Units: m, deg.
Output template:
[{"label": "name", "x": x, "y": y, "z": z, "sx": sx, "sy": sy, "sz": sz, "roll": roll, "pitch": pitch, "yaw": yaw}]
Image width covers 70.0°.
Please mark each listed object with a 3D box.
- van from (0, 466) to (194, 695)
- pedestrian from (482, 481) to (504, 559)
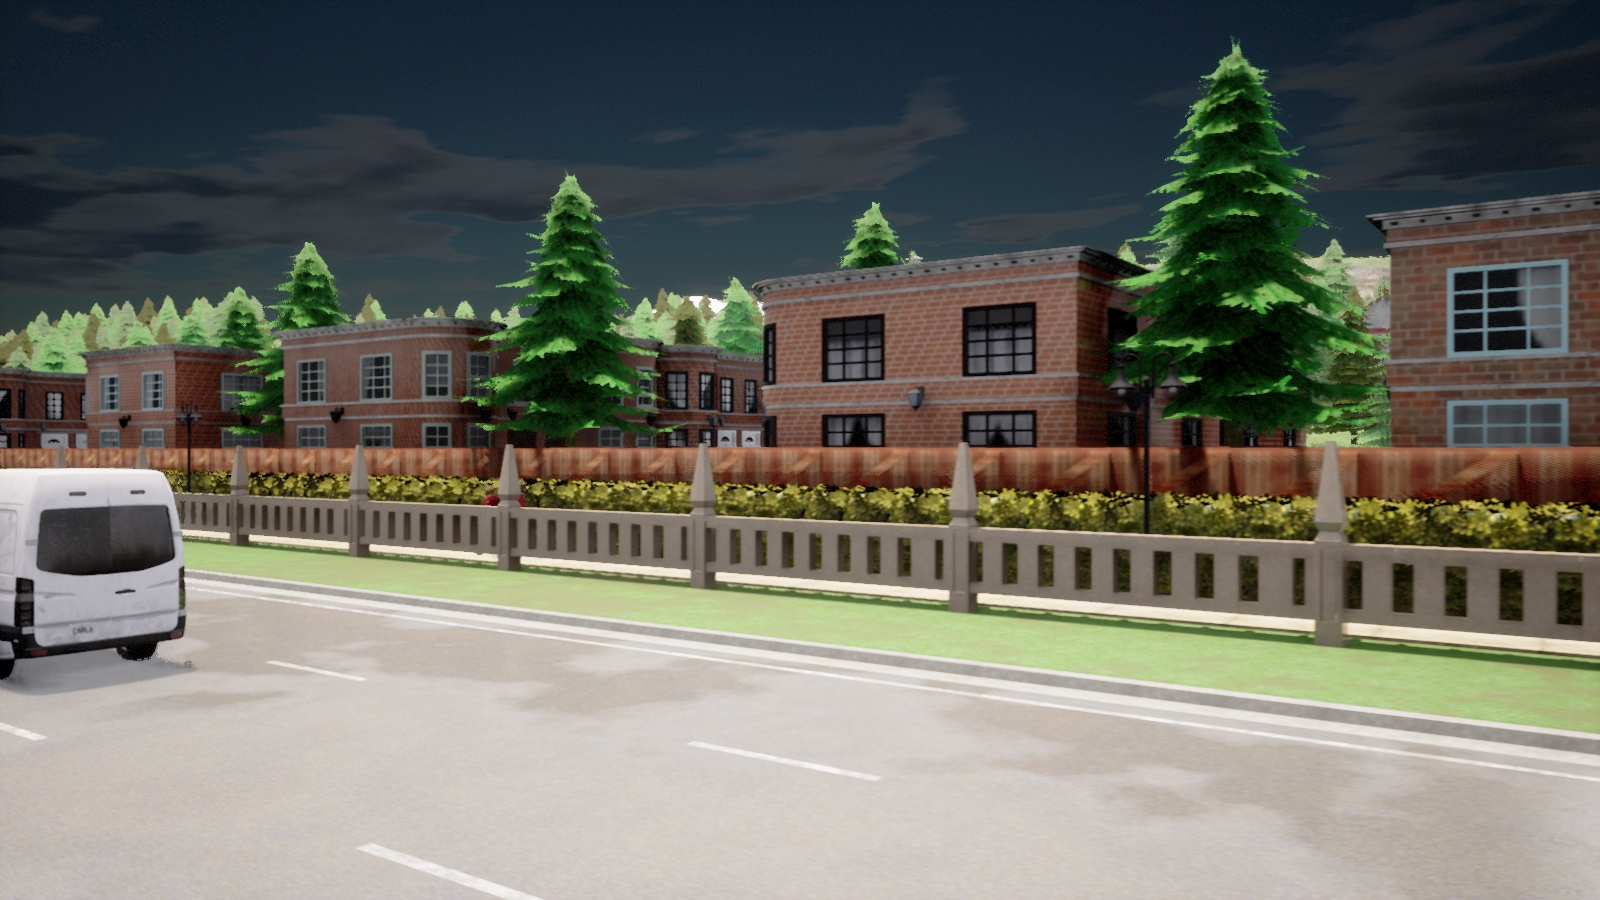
[{"label": "van", "x": -10.800, "y": 1.529, "z": 15.612, "sx": 5.915, "sy": 2.561, "sz": 1.988, "roll": 0, "pitch": 0, "yaw": 35}, {"label": "pedestrian", "x": -7.485, "y": 1.695, "z": 27.885, "sx": 0.375, "sy": 1.860, "sz": 0.375, "roll": 0, "pitch": 0, "yaw": 24}]
